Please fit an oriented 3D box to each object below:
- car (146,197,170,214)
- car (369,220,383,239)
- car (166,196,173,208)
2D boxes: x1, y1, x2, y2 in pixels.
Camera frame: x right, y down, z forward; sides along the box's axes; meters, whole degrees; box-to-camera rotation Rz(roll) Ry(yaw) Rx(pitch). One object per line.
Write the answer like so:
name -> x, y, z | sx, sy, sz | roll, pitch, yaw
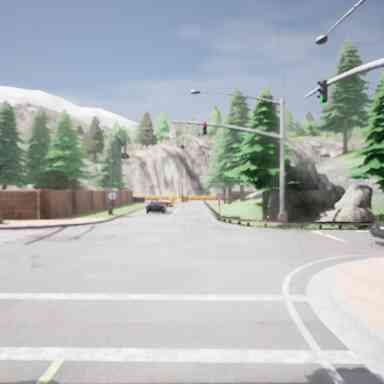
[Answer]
car -> -3.681, 1.538, 34.903 | 1.895, 1.301, 4.718 | 0, 0, 0
car -> 10.397, 1.538, 13.843 | 5.357, 1.411, 2.033 | 0, 0, -1
car -> -3.699, 1.392, 47.488 | 1.882, 1.535, 5.008 | 0, 1, 0
